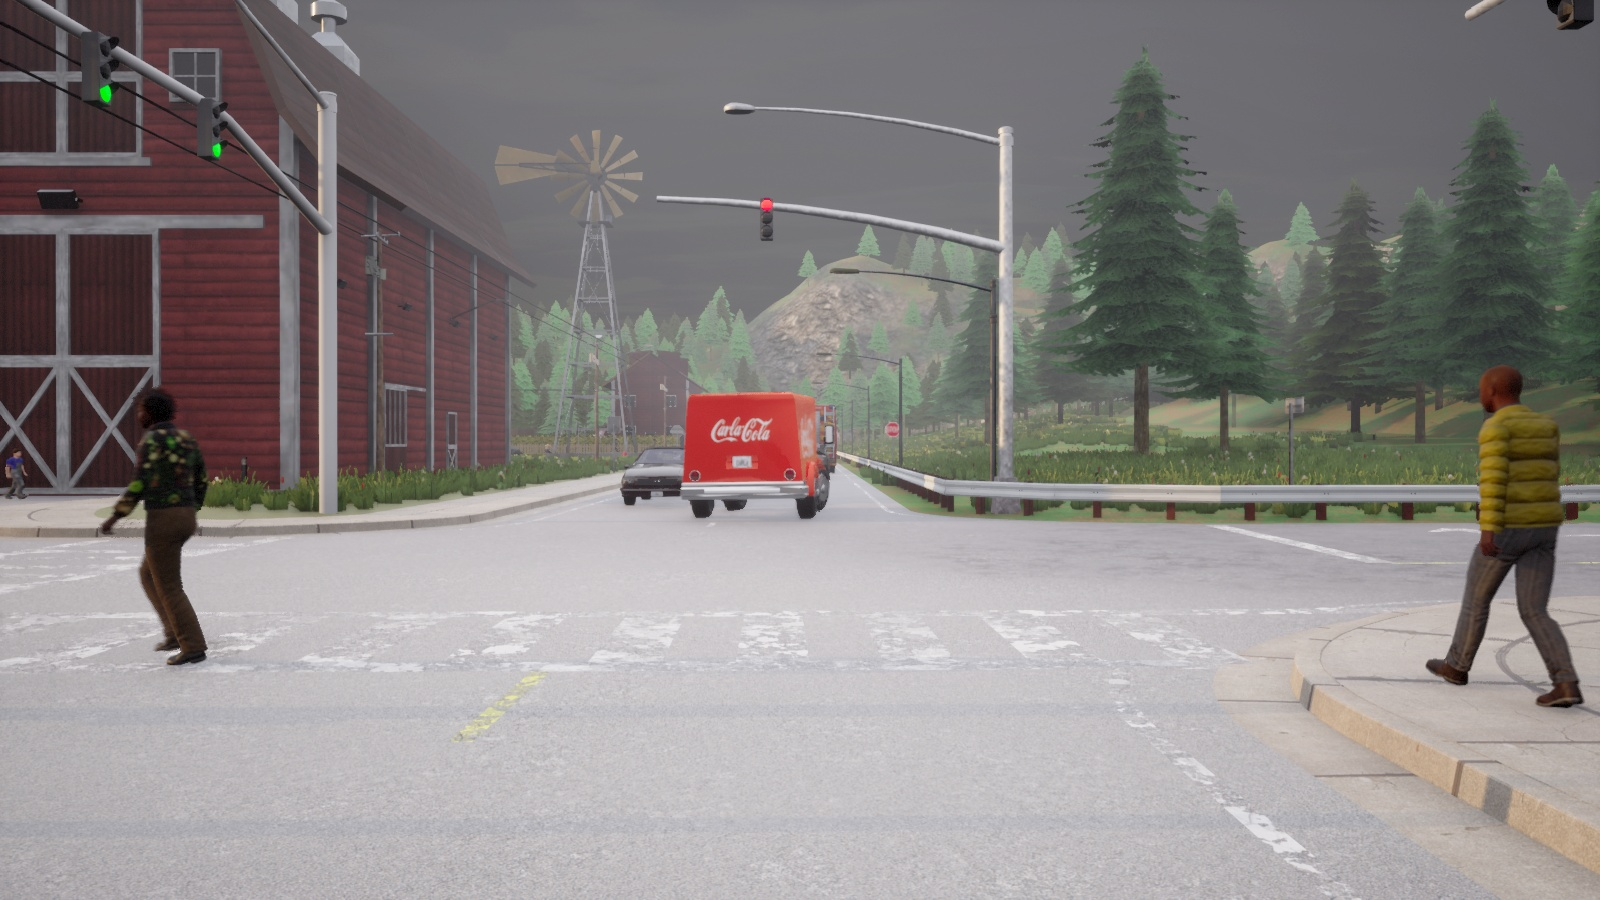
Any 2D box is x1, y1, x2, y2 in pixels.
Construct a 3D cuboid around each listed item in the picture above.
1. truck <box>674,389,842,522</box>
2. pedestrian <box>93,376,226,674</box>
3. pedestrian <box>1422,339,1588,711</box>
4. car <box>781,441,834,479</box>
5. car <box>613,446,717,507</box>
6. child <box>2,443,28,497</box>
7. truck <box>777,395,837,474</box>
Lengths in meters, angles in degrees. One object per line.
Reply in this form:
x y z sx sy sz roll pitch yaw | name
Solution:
-0.719 0.108 26.389 2.627 2.467 5.204 -1 0 8 | truck
-4.262 0.483 8.374 0.692 1.930 0.395 0 0 12 | pedestrian
3.667 0.368 6.572 0.370 1.835 0.726 0 0 -11 | pedestrian
0.306 0.404 52.641 2.128 1.511 4.902 0 0 0 | car
-3.308 0.611 31.870 2.033 1.411 5.357 0 0 0 | car
-18.435 0.464 29.492 0.437 1.263 0.270 0 0 10 | child
0.373 -0.783 64.731 2.891 3.827 8.468 0 0 0 | truck
